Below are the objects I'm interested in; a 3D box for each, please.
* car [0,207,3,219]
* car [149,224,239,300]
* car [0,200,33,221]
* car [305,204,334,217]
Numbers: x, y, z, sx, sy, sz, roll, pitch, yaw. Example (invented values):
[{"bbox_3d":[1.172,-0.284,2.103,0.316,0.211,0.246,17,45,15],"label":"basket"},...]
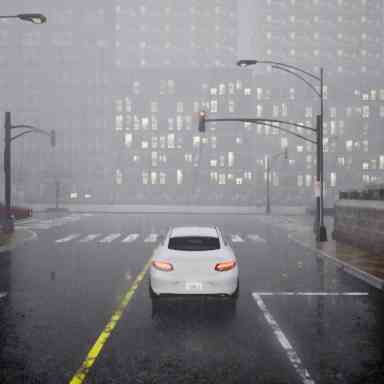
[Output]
[{"bbox_3d":[-5.376,1.315,4.920,2.192,1.841,5.009,0,0,0],"label":"car"},{"bbox_3d":[0.056,1.525,8.281,1.812,1.442,4.674,0,0,0],"label":"car"},{"bbox_3d":[-14.386,1.312,24.445,5.008,1.535,1.882,1,0,-1],"label":"car"},{"bbox_3d":[13.339,1.791,31.649,4.718,1.301,1.895,1,0,-1],"label":"car"}]
